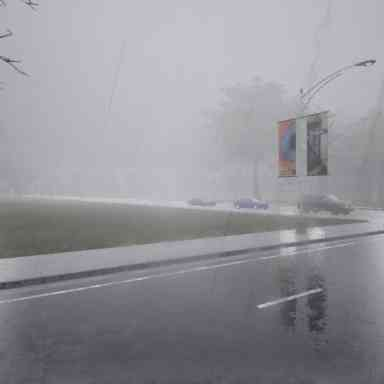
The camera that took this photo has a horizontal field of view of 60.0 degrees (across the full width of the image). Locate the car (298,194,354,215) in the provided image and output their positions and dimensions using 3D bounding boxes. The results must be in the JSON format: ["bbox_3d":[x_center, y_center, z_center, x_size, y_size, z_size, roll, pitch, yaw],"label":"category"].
[{"bbox_3d":[13.526,1.226,34.005,2.150,2.045,5.566,0,0,-36],"label":"car"}]

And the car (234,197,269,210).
[{"bbox_3d":[7.513,1.446,42.237,1.882,1.535,5.008,0,0,-36],"label":"car"}]

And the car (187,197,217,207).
[{"bbox_3d":[1.427,1.485,50.582,2.033,1.411,5.357,0,0,-36],"label":"car"}]
